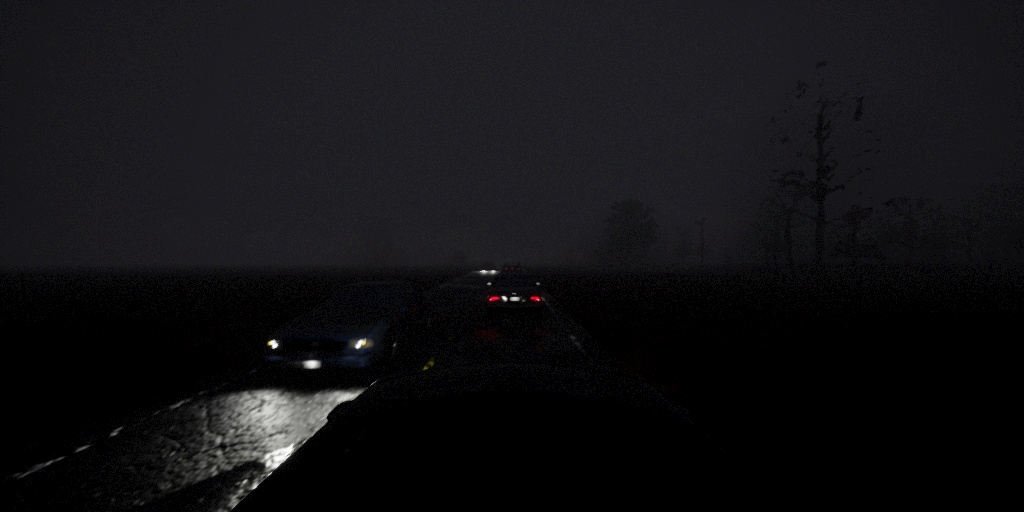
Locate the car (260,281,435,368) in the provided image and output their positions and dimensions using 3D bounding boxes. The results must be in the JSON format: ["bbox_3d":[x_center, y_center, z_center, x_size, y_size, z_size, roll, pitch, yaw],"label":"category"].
[{"bbox_3d":[-3.113,1.303,8.236,2.033,1.411,5.357,0,0,0],"label":"car"}]

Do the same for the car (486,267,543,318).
[{"bbox_3d":[0.075,1.303,12.980,2.033,1.411,5.357,0,0,0],"label":"car"}]

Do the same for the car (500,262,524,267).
[{"bbox_3d":[0.025,1.256,31.491,2.128,1.511,4.902,0,0,0],"label":"car"}]

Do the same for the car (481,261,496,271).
[{"bbox_3d":[-3.199,1.339,49.809,1.994,1.385,4.181,0,0,0],"label":"car"}]
